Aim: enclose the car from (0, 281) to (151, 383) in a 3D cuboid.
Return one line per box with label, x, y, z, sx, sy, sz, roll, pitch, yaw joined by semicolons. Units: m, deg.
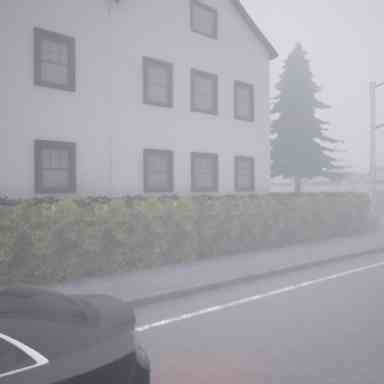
car;-2.639;1.512;2.089;4.892;1.490;1.837;0;0;-35
